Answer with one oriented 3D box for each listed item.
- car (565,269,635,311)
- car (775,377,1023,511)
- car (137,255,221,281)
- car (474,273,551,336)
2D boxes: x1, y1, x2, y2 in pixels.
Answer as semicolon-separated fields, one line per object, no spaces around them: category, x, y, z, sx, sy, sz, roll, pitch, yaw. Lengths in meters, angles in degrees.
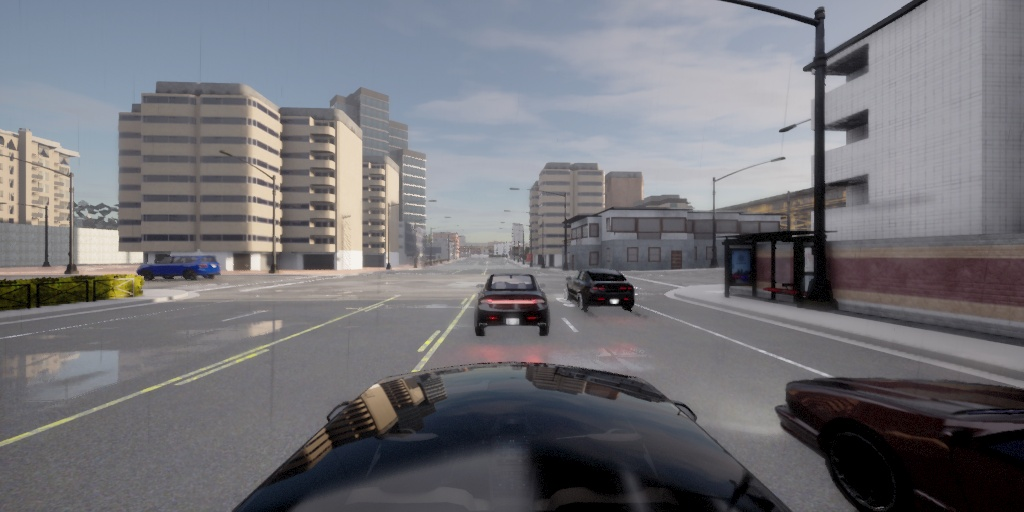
car;3.389;1.256;14.487;1.837;1.490;4.892;0;0;-1
car;3.586;1.298;1.121;2.033;1.411;5.357;0;0;0
car;-27.225;0.970;29.455;5.566;2.045;2.150;0;0;-2
car;-0.020;1.242;10.379;2.128;1.511;4.902;0;0;-1
